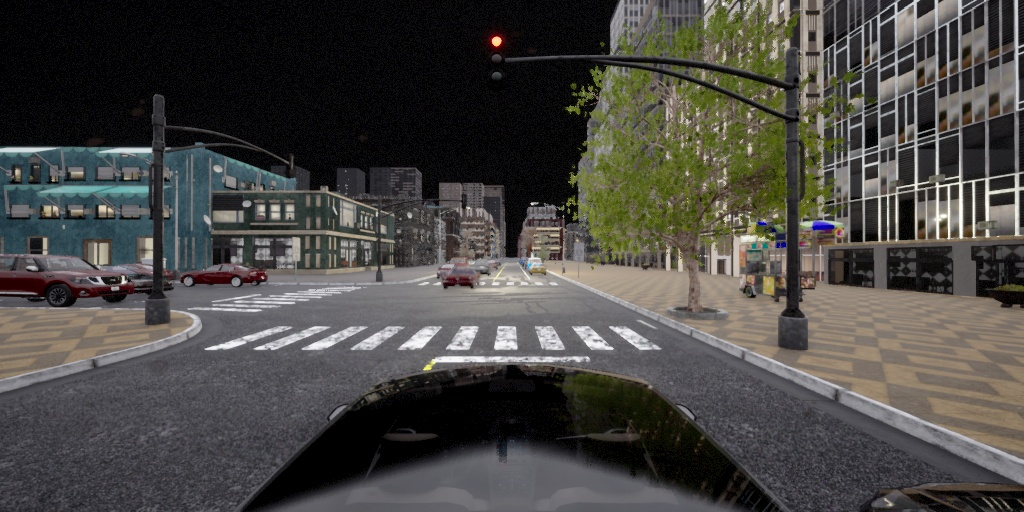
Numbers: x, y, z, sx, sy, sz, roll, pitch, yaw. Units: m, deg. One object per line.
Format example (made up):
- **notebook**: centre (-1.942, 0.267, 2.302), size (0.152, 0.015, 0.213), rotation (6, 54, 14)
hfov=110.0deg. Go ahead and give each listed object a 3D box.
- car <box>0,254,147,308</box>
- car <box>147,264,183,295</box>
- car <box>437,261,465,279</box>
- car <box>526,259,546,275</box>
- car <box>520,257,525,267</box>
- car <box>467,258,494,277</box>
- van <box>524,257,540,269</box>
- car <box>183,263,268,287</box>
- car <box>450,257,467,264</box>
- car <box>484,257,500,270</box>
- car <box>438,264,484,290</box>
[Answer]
- **car**: centre (-17.150, 0.851, 13.171), size (5.009, 1.841, 2.192), rotation (0, 0, -1)
- **car**: centre (-18.228, 1.084, 15.749), size (5.357, 1.411, 2.033), rotation (1, 0, -1)
- **car**: centre (-5.666, 1.338, 32.551), size (1.802, 1.307, 4.207), rotation (0, 0, 0)
- **car**: centre (2.718, 1.283, 38.268), size (1.751, 1.417, 4.829), rotation (0, 0, 0)
- **car**: centre (2.730, 1.312, 54.752), size (2.007, 1.370, 4.403), rotation (0, 0, 0)
- **car**: centre (-3.073, 1.262, 36.090), size (1.837, 1.490, 4.892), rotation (0, 0, 0)
- **van**: centre (2.722, 1.100, 43.650), size (1.690, 1.789, 3.998), rotation (0, 0, 0)
- **car**: centre (-17.262, 1.124, 21.551), size (4.507, 1.381, 1.888), rotation (0, 0, -1)
- **car**: centre (-5.662, 1.072, 38.102), size (2.192, 1.841, 5.009), rotation (0, 0, 0)
- **car**: centre (-3.053, 1.287, 52.453), size (1.812, 1.442, 4.674), rotation (0, 0, 0)
- **car**: centre (-3.084, 1.355, 22.484), size (1.895, 1.301, 4.718), rotation (0, 0, 0)
